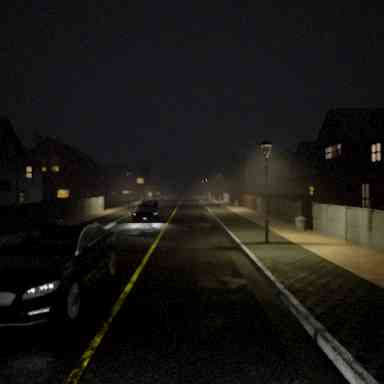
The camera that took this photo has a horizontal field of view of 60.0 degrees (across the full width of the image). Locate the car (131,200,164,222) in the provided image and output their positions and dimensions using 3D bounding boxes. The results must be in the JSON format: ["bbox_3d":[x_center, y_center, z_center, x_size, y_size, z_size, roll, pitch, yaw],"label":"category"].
[{"bbox_3d":[-3.039,1.294,23.942,2.033,1.411,5.357,0,1,0],"label":"car"}]

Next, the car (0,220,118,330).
[{"bbox_3d":[-2.908,1.419,7.121,2.128,1.511,4.902,0,1,0],"label":"car"}]
